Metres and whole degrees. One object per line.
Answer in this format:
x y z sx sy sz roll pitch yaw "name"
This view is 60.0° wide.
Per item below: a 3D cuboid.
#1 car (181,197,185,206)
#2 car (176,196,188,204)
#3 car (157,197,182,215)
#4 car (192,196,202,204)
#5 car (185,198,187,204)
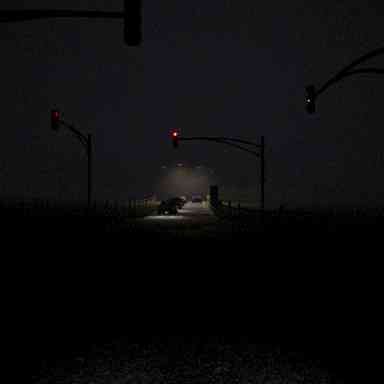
-2.265 1.514 43.957 1.837 1.490 4.892 0 0 1 "car"
-1.924 1.581 63.810 1.994 1.385 4.181 0 0 2 "car"
-2.414 1.553 34.180 2.033 1.411 5.357 0 0 0 "car"
1.007 1.495 65.919 1.882 1.535 5.008 0 0 1 "car"
-2.122 1.560 53.805 2.033 1.411 5.357 0 0 1 "car"
